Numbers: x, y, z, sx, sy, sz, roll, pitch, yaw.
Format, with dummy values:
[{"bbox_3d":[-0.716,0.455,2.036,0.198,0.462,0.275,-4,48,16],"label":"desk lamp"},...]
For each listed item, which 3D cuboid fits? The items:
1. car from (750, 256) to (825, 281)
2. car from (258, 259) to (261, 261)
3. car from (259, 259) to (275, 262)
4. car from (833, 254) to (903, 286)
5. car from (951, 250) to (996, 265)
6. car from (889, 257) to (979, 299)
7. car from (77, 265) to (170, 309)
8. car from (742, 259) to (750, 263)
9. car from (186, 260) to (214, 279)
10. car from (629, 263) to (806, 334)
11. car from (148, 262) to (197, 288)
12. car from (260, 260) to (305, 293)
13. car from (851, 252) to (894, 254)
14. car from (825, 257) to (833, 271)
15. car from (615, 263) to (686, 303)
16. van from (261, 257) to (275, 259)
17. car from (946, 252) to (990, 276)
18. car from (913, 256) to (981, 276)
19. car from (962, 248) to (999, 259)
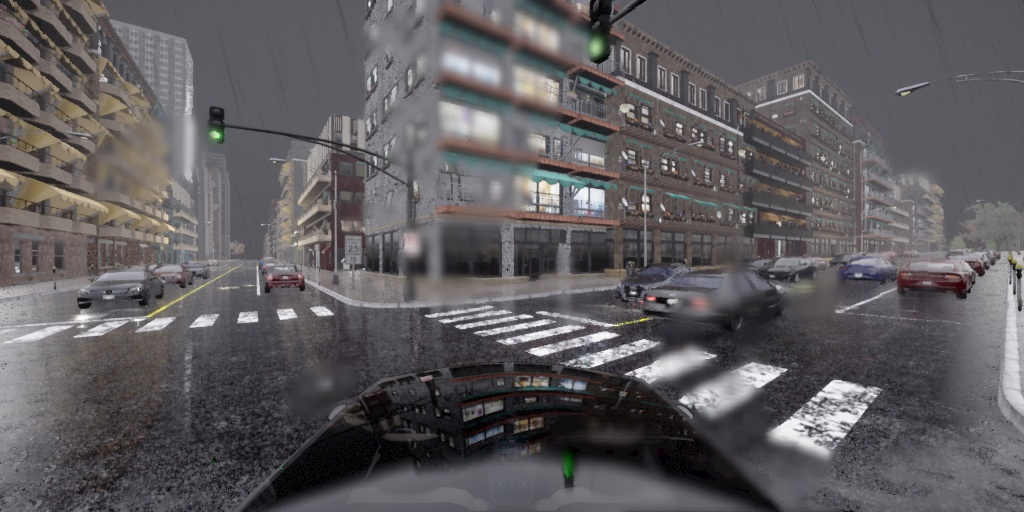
[{"bbox_3d":[16.343,0.771,21.182,5.008,1.535,1.882,-2,1,-35],"label":"car"},{"bbox_3d":[-29.450,1.346,43.556,1.802,1.307,4.207,0,0,-35],"label":"car"},{"bbox_3d":[-26.240,1.344,39.049,1.802,1.307,4.207,0,0,-35],"label":"car"},{"bbox_3d":[19.669,0.776,19.759,4.674,1.442,1.812,-1,0,-36],"label":"car"},{"bbox_3d":[40.174,0.415,31.192,4.403,1.370,2.007,0,0,-36],"label":"car"},{"bbox_3d":[17.242,0.865,14.604,4.507,1.381,1.888,0,0,-36],"label":"car"},{"bbox_3d":[-16.459,1.280,15.332,1.812,1.442,4.674,0,0,-35],"label":"car"},{"bbox_3d":[16.933,0.827,24.799,4.313,1.339,1.948,0,0,-36],"label":"car"},{"bbox_3d":[-28.011,1.324,31.573,1.994,1.385,4.181,0,0,-35],"label":"car"},{"bbox_3d":[5.776,1.072,9.764,5.357,1.411,2.033,-1,0,-36],"label":"car"},{"bbox_3d":[-21.865,1.282,22.924,1.812,1.442,4.674,0,0,-35],"label":"car"},{"bbox_3d":[-13.400,1.194,21.015,1.967,1.591,4.097,0,0,-35],"label":"car"},{"bbox_3d":[33.672,0.428,33.539,5.008,1.535,1.882,-1,0,-36],"label":"car"},{"bbox_3d":[26.122,0.661,31.407,4.207,1.307,1.802,0,0,-36],"label":"car"},{"bbox_3d":[5.828,1.066,13.621,4.181,1.385,1.994,-1,0,-36],"label":"car"},{"bbox_3d":[-32.660,1.109,48.065,1.690,1.789,3.998,0,0,-35],"label":"van"},{"bbox_3d":[30.983,0.592,24.580,4.507,1.381,1.888,0,0,-36],"label":"car"},{"bbox_3d":[21.796,0.811,17.967,4.207,1.307,1.802,0,0,-36],"label":"car"},{"bbox_3d":[49.364,0.123,37.803,4.097,1.591,1.967,0,0,-36],"label":"car"}]
